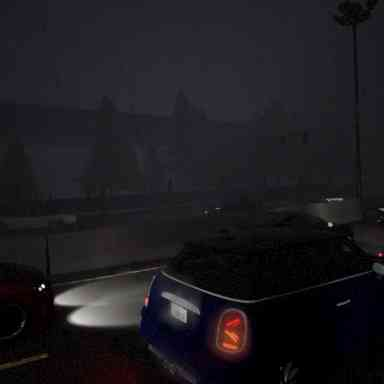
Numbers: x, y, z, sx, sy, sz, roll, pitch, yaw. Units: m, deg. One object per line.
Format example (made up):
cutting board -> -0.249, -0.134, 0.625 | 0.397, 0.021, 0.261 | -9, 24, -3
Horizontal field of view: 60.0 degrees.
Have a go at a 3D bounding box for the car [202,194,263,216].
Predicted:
car -> 2.913, 0.965, 23.404 | 4.902, 1.511, 2.128 | -4, 2, -36

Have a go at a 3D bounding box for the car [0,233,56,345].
car -> -4.314, 1.565, 4.975 | 4.181, 1.385, 1.994 | 0, 0, -35

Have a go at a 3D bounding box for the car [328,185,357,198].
car -> 17.456, -0.068, 38.272 | 4.181, 1.385, 1.994 | -4, 2, -36

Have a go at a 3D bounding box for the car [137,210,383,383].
car -> 1.581, 1.313, 4.907 | 4.553, 1.767, 2.097 | -1, 1, -36

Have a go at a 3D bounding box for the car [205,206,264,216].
car -> 3.058, 1.321, 10.295 | 5.008, 1.535, 1.882 | -3, 1, -36

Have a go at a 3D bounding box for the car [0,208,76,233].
car -> -9.238, 1.585, 18.919 | 4.718, 1.301, 1.895 | -1, 1, -36

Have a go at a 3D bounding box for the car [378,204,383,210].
car -> 10.679, 0.865, 15.816 | 4.902, 1.511, 2.128 | -4, 2, -36
